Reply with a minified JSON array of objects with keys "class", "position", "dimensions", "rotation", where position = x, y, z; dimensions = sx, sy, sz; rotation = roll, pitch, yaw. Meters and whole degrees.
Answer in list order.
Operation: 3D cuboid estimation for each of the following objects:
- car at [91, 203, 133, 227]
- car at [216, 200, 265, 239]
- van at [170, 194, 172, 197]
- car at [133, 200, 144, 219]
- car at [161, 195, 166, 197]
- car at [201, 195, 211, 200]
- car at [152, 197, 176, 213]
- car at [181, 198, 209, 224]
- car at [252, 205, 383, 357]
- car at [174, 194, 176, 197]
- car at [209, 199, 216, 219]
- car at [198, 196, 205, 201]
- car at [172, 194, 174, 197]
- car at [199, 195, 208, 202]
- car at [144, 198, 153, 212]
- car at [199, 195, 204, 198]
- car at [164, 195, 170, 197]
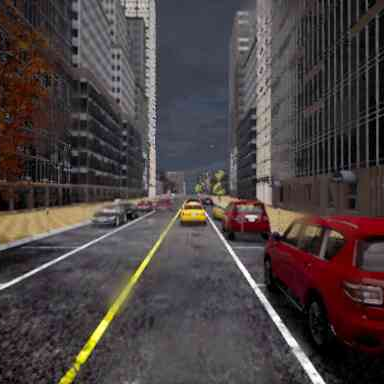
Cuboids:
[{"class":"car","position":[-5.682,1.589,23.135],"dimensions":[2.008,1.369,4.403],"rotation":[0,0,0]},{"class":"car","position":[2.698,1.345,17.430],"dimensions":[2.192,1.841,5.009],"rotation":[0,0,0]},{"class":"van","position":[-5.673,1.427,68.674],"dimensions":[1.690,1.788,3.998],"rotation":[0,0,0]},{"class":"car","position":[-5.682,1.612,28.828],"dimensions":[1.947,1.339,4.313],"rotation":[0,0,0]},{"class":"car","position":[-5.677,1.622,51.596],"dimensions":[2.008,1.369,4.403],"rotation":[0,0,0]},{"class":"car","position":[2.705,1.642,57.274],"dimensions":[1.947,1.339,4.313],"rotation":[0,0,0]},{"class":"car","position":[-3.087,1.582,38.048],"dimensions":[1.812,1.442,4.674],"rotation":[0,0,0]},{"class":"car","position":[0.104,1.500,25.259],"dimensions":[1.801,1.575,5.366],"rotation":[0,0,0]},{"class":"car","position":[2.696,1.326,6.045],"dimensions":[2.192,1.841,5.009],"rotation":[0,0,0]},{"class":"car","position":[-5.669,1.540,91.441],"dimensions":[1.967,1.590,4.097],"rotation":[0,0,0]},{"class":"car","position":[2.699,1.571,28.983],"dimensions":[1.752,1.417,4.829],"rotation":[0,0,0]},{"class":"car","position":[2.711,1.682,91.426],"dimensions":[1.802,1.307,4.206],"rotation":[0,0,0]},{"class":"car","position":[-5.673,1.672,74.366],"dimensions":[1.802,1.307,4.206],"rotation":[0,0,0]},{"class":"car","position":[2.710,1.534,80.041],"dimensions":[1.967,1.590,4.097],"rotation":[0,0,0]},{"class":"car","position":[-5.679,1.641,40.211],"dimensions":[1.802,1.307,4.206],"rotation":[0,0,0]},{"class":"car","position":[0.108,1.538,41.081],"dimensions":[1.882,1.535,5.008],"rotation":[0,0,0]},{"class":"car","position":[-5.675,1.626,62.981],"dimensions":[1.887,1.381,4.507],"rotation":[0,0,0]}]
